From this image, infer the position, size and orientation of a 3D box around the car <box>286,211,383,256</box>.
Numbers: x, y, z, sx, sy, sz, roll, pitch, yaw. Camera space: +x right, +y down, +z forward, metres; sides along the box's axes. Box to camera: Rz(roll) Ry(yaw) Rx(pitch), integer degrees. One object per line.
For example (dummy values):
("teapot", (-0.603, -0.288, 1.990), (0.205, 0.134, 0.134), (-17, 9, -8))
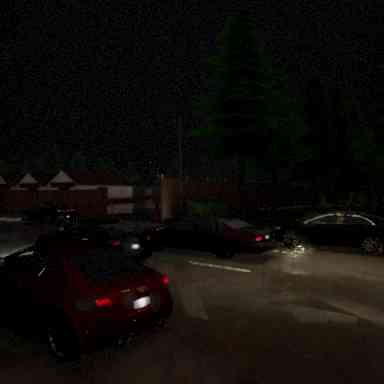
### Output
("car", (5.678, 1.496, 13.144), (4.902, 1.511, 2.128), (0, 0, 35))

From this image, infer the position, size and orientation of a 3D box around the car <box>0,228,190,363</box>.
("car", (-2.360, 1.569, 5.960), (4.181, 1.385, 1.994), (0, 0, 35))

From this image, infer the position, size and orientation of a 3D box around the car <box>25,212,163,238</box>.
("car", (-3.292, 1.573, 10.898), (4.181, 1.385, 1.994), (0, 0, 35))

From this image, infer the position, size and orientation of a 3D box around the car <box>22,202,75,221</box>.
("car", (-10.658, 1.514, 24.651), (4.902, 1.511, 2.128), (0, 0, 35))

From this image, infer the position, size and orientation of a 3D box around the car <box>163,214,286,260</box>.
("car", (0.467, 1.555, 12.532), (5.357, 1.411, 2.033), (0, 0, 35))
